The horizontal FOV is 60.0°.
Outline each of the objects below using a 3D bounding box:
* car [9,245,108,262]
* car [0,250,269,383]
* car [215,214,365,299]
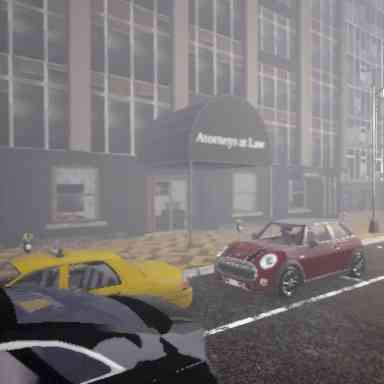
[{"bbox_3d":[-2.276,1.523,4.938,4.829,1.417,1.752,0,0,-35],"label":"car"},{"bbox_3d":[-2.062,1.494,1.907,4.902,1.511,2.128,0,0,-35],"label":"car"},{"bbox_3d":[2.504,1.418,8.345,4.097,1.590,1.967,0,0,-35],"label":"car"}]
